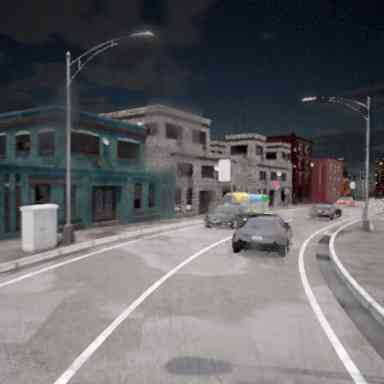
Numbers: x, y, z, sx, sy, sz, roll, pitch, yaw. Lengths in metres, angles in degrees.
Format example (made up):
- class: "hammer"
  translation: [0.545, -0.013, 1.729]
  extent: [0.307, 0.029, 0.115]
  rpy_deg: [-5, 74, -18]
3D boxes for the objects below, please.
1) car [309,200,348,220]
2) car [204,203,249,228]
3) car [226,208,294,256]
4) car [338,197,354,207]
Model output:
- class: "car"
  translation: [11.754, 1.644, 29.056]
  extent: [2.033, 1.411, 5.357]
  rpy_deg: [1, 0, 35]
- class: "car"
  translation: [2.421, 1.474, 21.017]
  extent: [1.837, 1.490, 4.892]
  rpy_deg: [1, 0, 28]
- class: "car"
  translation: [2.950, 1.574, 13.405]
  extent: [1.994, 1.385, 4.181]
  rpy_deg: [1, 0, 20]
- class: "car"
  translation: [25.223, 1.551, 54.703]
  extent: [2.097, 1.767, 4.553]
  rpy_deg: [1, 0, 36]
